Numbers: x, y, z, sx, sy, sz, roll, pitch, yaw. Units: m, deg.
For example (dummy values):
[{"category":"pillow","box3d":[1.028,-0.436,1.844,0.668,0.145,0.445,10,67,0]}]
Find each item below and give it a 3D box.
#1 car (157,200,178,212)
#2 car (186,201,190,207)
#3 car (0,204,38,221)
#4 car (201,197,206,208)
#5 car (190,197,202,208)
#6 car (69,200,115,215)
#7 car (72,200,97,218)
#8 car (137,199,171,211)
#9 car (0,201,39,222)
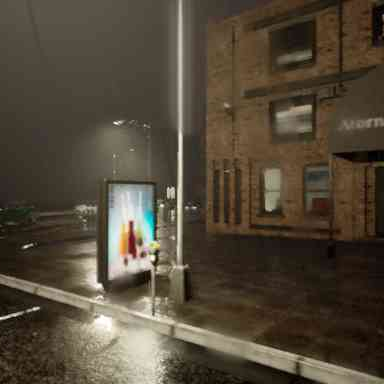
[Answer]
[{"category":"car","box3d":[-3.687,1.647,41.056,2.033,1.411,5.357,0,0,36]},{"category":"car","box3d":[1.040,1.551,53.008,1.812,1.442,4.674,0,0,37]},{"category":"car","box3d":[-16.268,1.802,29.259,1.895,1.301,4.718,0,0,33]},{"category":"car","box3d":[3.760,1.532,45.435,1.882,1.535,5.008,0,0,36]},{"category":"car","box3d":[2.215,1.642,49.120,1.895,1.301,4.718,0,0,36]},{"category":"car","box3d":[-10.899,1.671,36.655,1.812,1.442,4.674,0,0,36]},{"category":"car","box3d":[-9.399,1.684,33.183,1.812,1.442,4.674,0,0,36]},{"category":"car","box3d":[-5.062,1.687,44.677,1.895,1.301,4.718,0,0,36]},{"category":"car","box3d":[-14.528,1.565,26.050,2.097,1.767,4.553,0,0,35]}]
